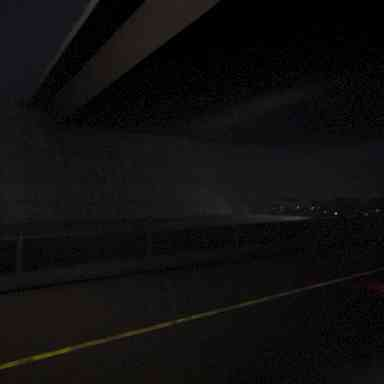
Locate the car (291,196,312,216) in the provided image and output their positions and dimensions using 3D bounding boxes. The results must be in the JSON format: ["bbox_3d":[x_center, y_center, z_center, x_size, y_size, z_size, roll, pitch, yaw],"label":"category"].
[{"bbox_3d":[12.856,1.618,34.538,4.553,1.767,2.097,1,0,-35],"label":"car"}]

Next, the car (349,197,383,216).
[{"bbox_3d":[16.120,1.485,28.278,5.566,2.045,2.150,1,-1,-35],"label":"car"}]

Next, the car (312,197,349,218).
[{"bbox_3d":[14.056,1.483,31.104,5.566,2.045,2.150,1,-1,-35],"label":"car"}]

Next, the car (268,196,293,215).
[{"bbox_3d":[11.097,1.489,37.582,5.566,2.045,2.150,1,0,-35],"label":"car"}]
